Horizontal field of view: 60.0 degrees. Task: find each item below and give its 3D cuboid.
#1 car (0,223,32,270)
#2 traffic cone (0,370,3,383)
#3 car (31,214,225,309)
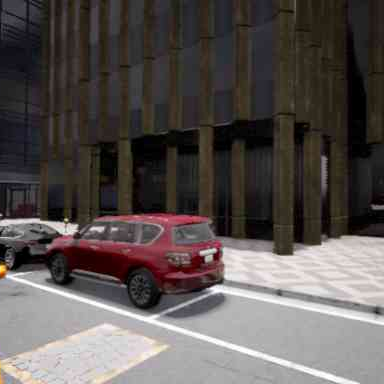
[{"bbox_3d":[-6.067,1.751,11.662,4.313,1.339,1.947,0,-1,37],"label":"car"},{"bbox_3d":[-2.253,2.017,3.750,0.340,0.580,0.340,0,-1,37],"label":"traffic cone"},{"bbox_3d":[-1.569,1.467,8.297,5.009,1.841,2.192,0,-1,37],"label":"car"}]
